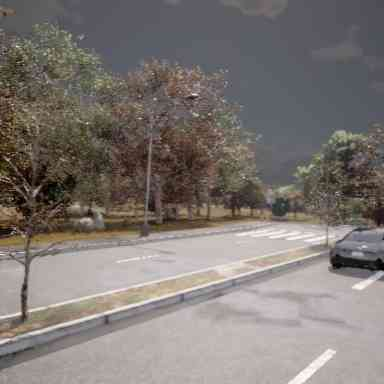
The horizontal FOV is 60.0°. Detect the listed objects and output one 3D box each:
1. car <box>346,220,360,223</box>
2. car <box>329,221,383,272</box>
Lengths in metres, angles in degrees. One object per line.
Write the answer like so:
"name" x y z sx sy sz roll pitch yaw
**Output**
"car" 33.201 6.331 68.301 4.181 1.385 1.994 2 -4 14
"car" 6.524 1.953 11.861 1.994 1.385 4.181 -1 -2 43
